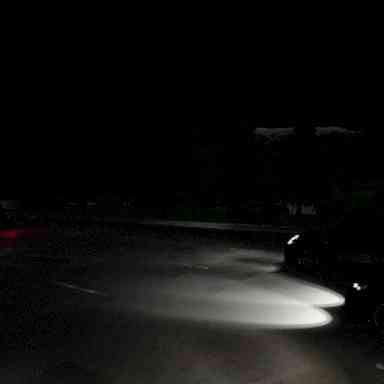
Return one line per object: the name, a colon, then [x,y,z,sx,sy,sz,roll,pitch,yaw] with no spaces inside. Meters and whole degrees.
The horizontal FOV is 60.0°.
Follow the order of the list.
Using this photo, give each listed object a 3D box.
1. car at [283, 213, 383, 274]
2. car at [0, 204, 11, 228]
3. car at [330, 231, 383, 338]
car: [4.888,1.362,9.103,4.553,1.767,2.097,0,0,36]
car: [-14.197,1.541,22.208,4.553,1.767,2.097,0,0,31]
car: [4.580,1.558,5.025,4.181,1.385,1.994,0,0,36]
